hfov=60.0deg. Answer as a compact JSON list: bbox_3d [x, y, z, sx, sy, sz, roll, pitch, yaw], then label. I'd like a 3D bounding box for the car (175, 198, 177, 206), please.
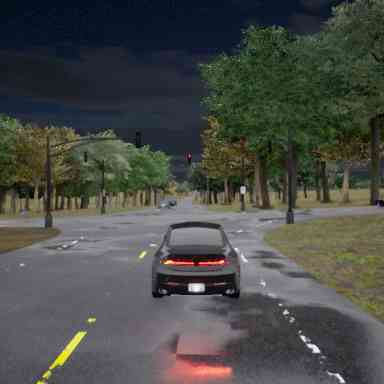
[{"bbox_3d":[-4.515,2.323,68.240,1.895,1.301,4.718,0,-1,-1],"label":"car"}]

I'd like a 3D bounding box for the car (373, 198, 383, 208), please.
[{"bbox_3d":[19.525,0.778,30.818,4.718,1.301,1.895,-2,-1,2],"label":"car"}]

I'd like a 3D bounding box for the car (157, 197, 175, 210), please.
[{"bbox_3d":[-4.188,1.888,50.215,2.128,1.511,4.902,0,-1,-1],"label":"car"}]

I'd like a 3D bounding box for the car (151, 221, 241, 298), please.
[{"bbox_3d":[0.084,1.507,8.517,1.837,1.490,4.892,0,0,0],"label":"car"}]

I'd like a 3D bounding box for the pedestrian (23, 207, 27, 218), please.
[{"bbox_3d":[-18.108,2.196,36.112,0.375,1.300,0.375,0,1,2],"label":"pedestrian"}]
